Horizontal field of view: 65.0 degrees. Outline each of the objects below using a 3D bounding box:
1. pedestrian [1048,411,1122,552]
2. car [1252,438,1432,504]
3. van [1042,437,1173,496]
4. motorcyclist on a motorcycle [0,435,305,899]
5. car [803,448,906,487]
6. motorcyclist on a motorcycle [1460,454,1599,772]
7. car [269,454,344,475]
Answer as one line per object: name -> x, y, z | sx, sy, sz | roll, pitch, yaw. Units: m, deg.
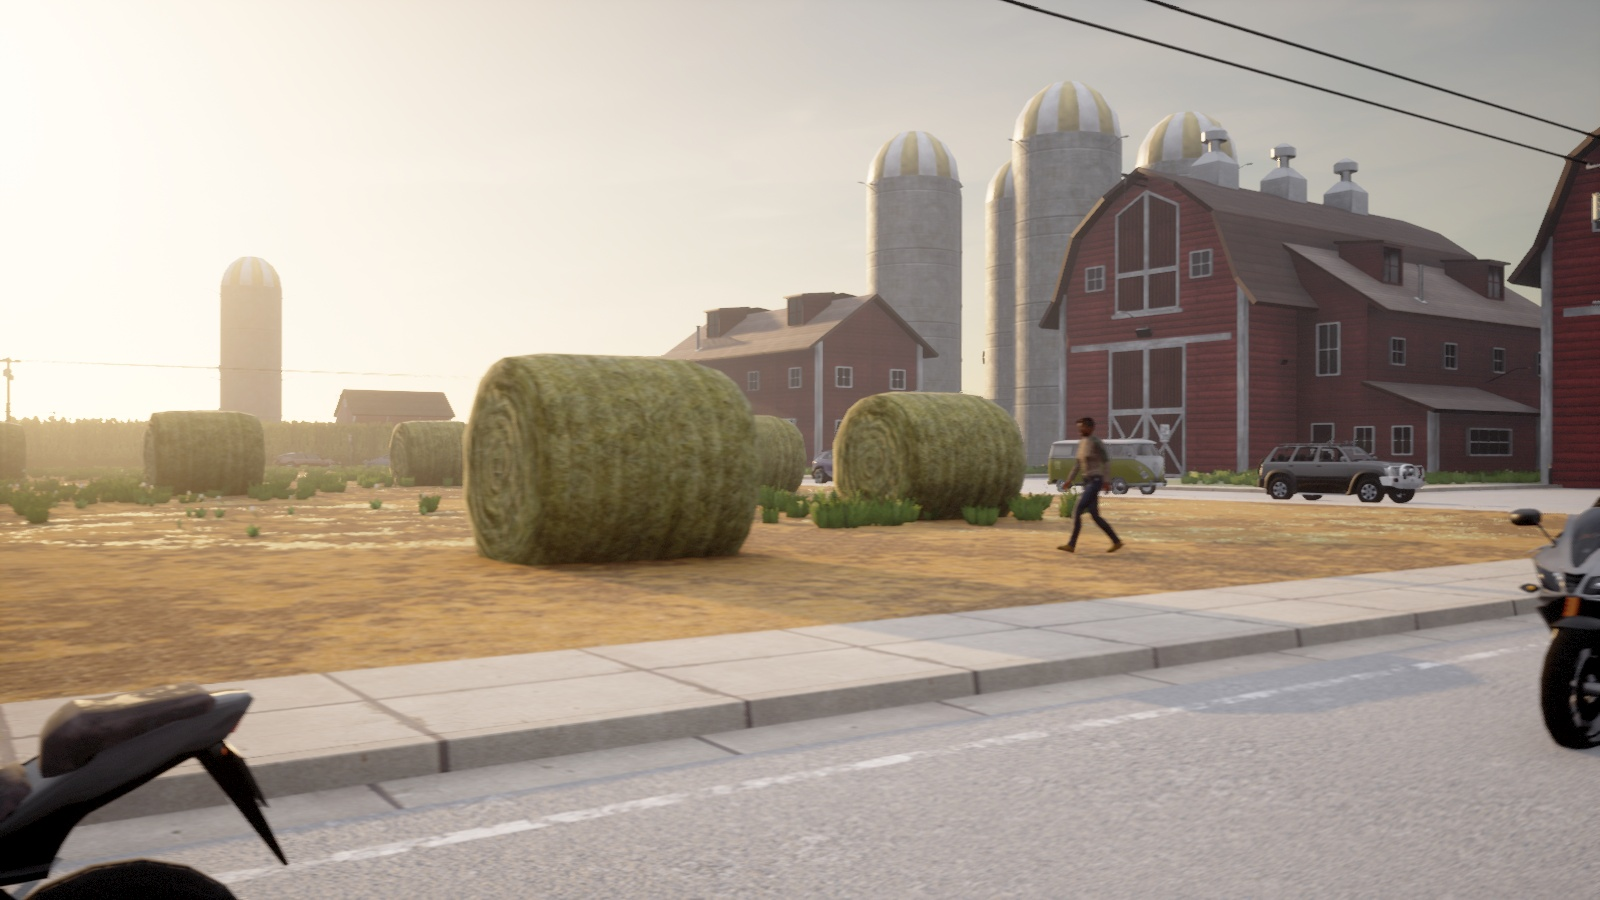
pedestrian -> 3.690, 0.402, 16.282 | 0.869, 1.805, 0.328 | 0, 0, -13
car -> 16.102, 0.589, 37.529 | 1.932, 1.855, 4.605 | 0, 0, -36
van -> 10.887, 0.557, 44.735 | 1.775, 1.987, 4.442 | 0, 0, -36
motorcyclist on a motorcycle -> -2.048, 0.737, 2.233 | 2.044, 1.523, 0.797 | 0, 0, -35
car -> 2.409, 0.764, 56.447 | 2.033, 1.649, 4.856 | -1, 0, -36
motorcyclist on a motorcycle -> 4.622, 0.787, 6.878 | 2.191, 1.530, 0.866 | 0, 0, -35
car -> -36.359, 1.049, 92.580 | 4.792, 1.488, 2.163 | 0, 0, -35
